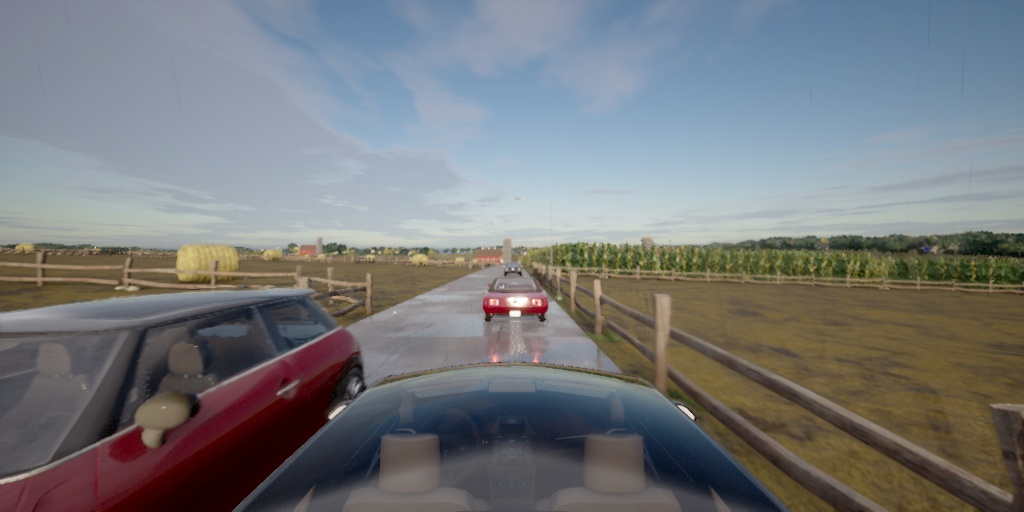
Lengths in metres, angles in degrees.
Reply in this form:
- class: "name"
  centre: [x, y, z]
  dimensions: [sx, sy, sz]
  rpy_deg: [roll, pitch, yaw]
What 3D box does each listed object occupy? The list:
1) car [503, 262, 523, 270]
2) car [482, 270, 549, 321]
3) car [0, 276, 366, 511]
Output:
- class: "car"
  centre: [0.095, 1.297, 36.334]
  dimensions: [2.033, 1.411, 5.357]
  rpy_deg: [0, 0, 0]
- class: "car"
  centre: [0.097, 1.326, 12.266]
  dimensions: [1.895, 1.301, 4.718]
  rpy_deg: [0, 0, 0]
- class: "car"
  centre: [-2.749, 1.100, 2.286]
  dimensions: [2.097, 1.767, 4.553]
  rpy_deg: [0, 0, 0]
